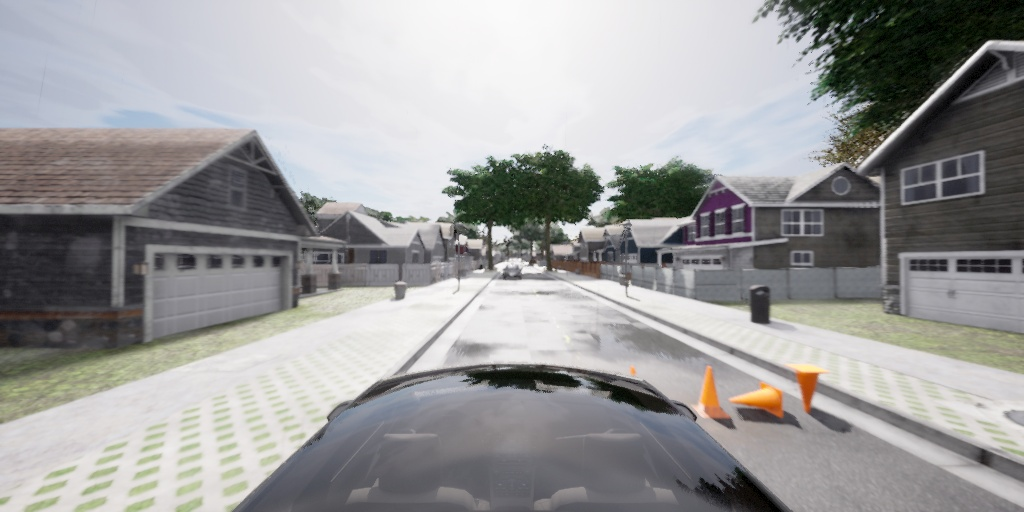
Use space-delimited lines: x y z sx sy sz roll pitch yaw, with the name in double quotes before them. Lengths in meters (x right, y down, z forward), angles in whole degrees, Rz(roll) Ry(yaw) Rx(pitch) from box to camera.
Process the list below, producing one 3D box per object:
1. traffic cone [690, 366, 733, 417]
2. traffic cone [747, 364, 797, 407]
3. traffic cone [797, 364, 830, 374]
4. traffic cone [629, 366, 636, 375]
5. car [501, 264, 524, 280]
"traffic cone" 2.575 1.742 4.680 0.340 0.580 0.340 0 0 0
"traffic cone" 3.379 1.574 4.674 0.340 0.580 0.340 0 0 0
"traffic cone" 3.830 1.162 4.663 0.340 0.580 0.340 0 0 1
"traffic cone" 1.575 1.738 4.682 0.340 0.580 0.340 0 0 0
"car" 0.041 1.512 34.951 2.128 1.511 4.902 0 0 0
